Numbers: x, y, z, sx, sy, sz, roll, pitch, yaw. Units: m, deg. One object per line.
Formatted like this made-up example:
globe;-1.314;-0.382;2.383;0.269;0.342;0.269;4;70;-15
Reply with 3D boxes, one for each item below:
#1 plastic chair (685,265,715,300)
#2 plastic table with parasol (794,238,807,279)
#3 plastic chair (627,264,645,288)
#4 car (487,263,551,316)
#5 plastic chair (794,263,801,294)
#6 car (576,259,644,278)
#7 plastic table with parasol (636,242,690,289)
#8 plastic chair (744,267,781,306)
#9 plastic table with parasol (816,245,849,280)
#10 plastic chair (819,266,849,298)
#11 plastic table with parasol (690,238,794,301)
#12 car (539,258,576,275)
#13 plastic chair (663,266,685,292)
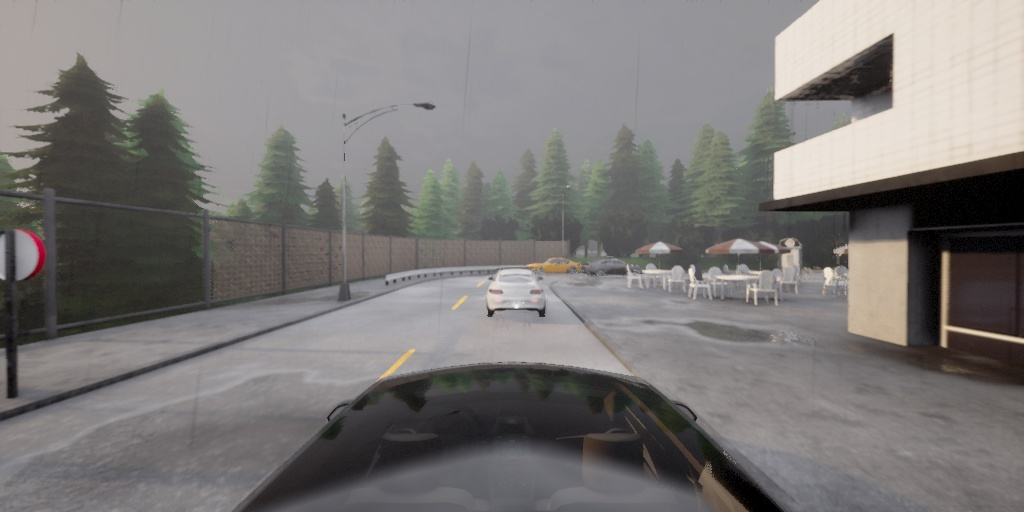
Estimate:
plastic chair;7.810;1.135;14.947;0.730;1.272;0.750;0;0;10
plastic table with parasol;12.700;0.495;18.332;2.482;2.480;2.482;0;0;0
plastic chair;6.573;1.063;19.280;0.730;1.272;0.750;0;0;10
car;0.138;1.155;12.544;1.812;1.442;4.674;0;1;0
plastic chair;12.886;1.115;16.921;0.750;1.272;0.730;0;0;10
car;7.915;0.950;28.213;4.902;1.511;2.128;0;0;-8
plastic table with parasol;7.842;0.485;19.067;2.482;2.480;2.482;0;0;0
plastic chair;9.295;1.153;13.322;0.750;1.272;0.730;0;0;10
plastic table with parasol;15.331;0.530;15.264;2.482;2.480;2.482;0;0;0
plastic chair;14.031;1.131;15.488;0.730;1.272;0.750;0;0;10
plastic table with parasol;9.288;0.533;14.752;2.482;2.480;2.482;0;0;0
car;3.540;0.902;31.286;5.008;1.535;1.882;0;0;-16
plastic chair;8.058;1.105;17.656;0.750;1.272;0.730;0;0;10
